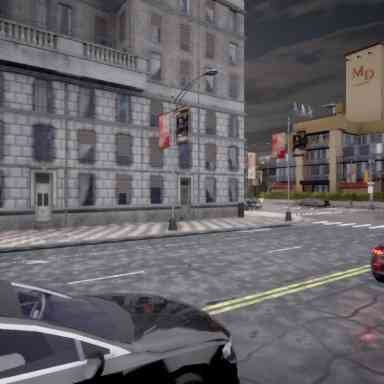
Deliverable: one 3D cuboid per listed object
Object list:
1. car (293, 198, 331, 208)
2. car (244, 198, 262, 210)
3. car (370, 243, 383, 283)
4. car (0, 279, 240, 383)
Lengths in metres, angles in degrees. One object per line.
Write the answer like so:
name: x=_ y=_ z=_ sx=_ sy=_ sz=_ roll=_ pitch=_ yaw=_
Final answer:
car: x=17.591 y=1.547 z=48.970 sx=2.033 sy=1.411 sz=5.357 roll=0 pitch=0 yaw=-37
car: x=6.976 y=1.491 z=43.618 sx=2.128 sy=1.511 sz=4.902 roll=0 pitch=0 yaw=-36
car: x=6.273 y=1.526 z=8.356 sx=4.674 sy=1.442 sz=1.812 roll=0 pitch=0 yaw=-36
car: x=-1.779 y=1.492 z=2.595 sx=4.902 sy=1.511 sz=2.128 roll=0 pitch=0 yaw=-35
